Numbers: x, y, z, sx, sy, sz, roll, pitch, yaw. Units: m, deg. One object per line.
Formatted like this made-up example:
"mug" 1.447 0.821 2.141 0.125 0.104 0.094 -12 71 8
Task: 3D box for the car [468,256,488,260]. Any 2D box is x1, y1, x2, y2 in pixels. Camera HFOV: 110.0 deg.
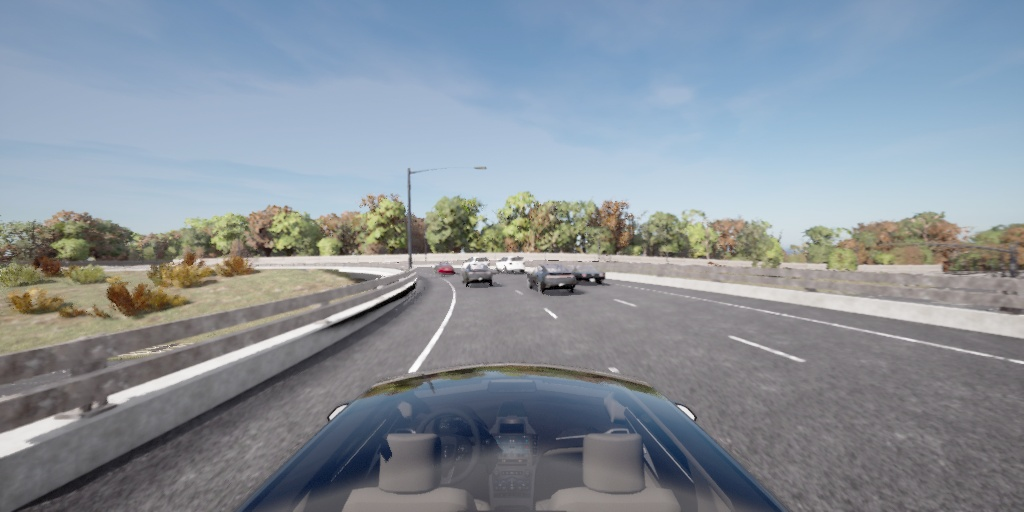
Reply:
"car" -4.267 1.078 42.943 2.150 2.045 5.566 -1 0 -21

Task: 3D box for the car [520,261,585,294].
"car" 2.057 1.212 19.941 2.128 1.511 4.902 -1 0 -9

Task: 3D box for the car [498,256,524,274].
"car" -0.251 1.001 42.168 2.150 2.045 5.566 -1 0 -20

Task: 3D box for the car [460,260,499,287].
"car" -2.541 1.304 25.486 2.128 1.511 4.902 -1 0 -12

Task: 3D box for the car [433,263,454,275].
"car" -8.350 1.500 43.604 1.994 1.385 4.181 -1 0 -22

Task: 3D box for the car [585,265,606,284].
"car" 4.685 1.272 25.027 1.895 1.301 4.718 -1 0 -12
